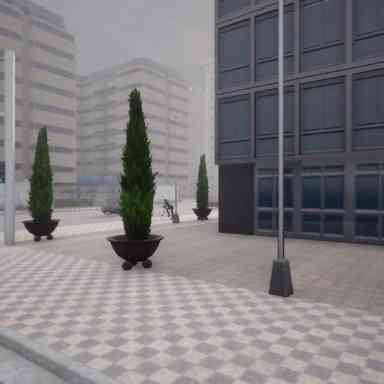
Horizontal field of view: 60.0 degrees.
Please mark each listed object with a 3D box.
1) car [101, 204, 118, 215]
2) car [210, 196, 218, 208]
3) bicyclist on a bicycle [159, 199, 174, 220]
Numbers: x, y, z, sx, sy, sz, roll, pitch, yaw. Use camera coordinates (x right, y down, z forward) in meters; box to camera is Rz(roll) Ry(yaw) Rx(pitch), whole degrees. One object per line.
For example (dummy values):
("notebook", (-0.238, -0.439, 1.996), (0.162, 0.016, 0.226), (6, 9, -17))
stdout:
("car", (-6.692, 1.669, 33.421), (1.895, 1.301, 4.718), (0, 0, 35))
("car", (3.836, 1.421, 48.336), (2.097, 1.767, 4.553), (0, 0, 35))
("bicyclist on a bicycle", (-1.923, 1.365, 25.832), (1.656, 1.620, 0.582), (0, 0, 35))
